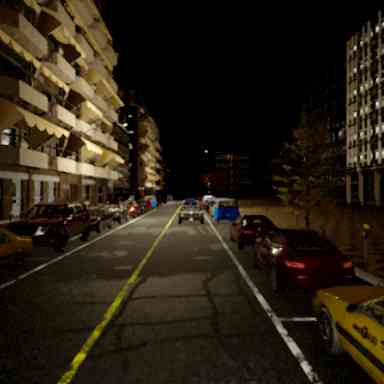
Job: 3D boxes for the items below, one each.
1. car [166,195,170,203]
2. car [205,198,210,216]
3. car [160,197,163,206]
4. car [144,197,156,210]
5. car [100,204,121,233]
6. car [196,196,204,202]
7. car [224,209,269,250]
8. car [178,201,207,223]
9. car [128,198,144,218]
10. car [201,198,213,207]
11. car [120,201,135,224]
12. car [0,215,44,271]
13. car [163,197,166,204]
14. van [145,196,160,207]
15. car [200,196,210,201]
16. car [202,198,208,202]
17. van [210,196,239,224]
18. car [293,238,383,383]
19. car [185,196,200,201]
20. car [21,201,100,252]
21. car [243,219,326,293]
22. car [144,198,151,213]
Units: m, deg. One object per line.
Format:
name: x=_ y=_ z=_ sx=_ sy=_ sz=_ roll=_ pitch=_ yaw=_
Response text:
car: x=-6.171 y=1.741 z=69.355 sx=1.947 sy=1.339 sz=4.313 roll=0 pitch=0 yaw=0
car: x=2.477 y=1.583 z=30.898 sx=1.752 sy=1.417 sz=4.829 roll=0 pitch=0 yaw=0
car: x=-6.056 y=1.708 z=52.776 sx=1.802 sy=1.307 sz=4.206 roll=0 pitch=0 yaw=0
car: x=-5.979 y=1.640 z=41.723 sx=1.887 sy=1.381 sz=4.507 roll=0 pitch=0 yaw=0
car: x=-5.825 y=1.594 z=19.618 sx=2.008 sy=1.369 sz=4.403 roll=0 pitch=0 yaw=0
car: x=2.094 y=1.765 z=85.994 sx=1.887 sy=1.381 sz=4.507 roll=-1 pitch=0 yaw=0
car: x=2.593 y=1.604 z=14.149 sx=1.802 sy=1.307 sz=4.206 roll=0 pitch=0 yaw=0
car: x=-0.073 y=1.650 z=25.710 sx=1.895 sy=1.301 sz=4.718 roll=0 pitch=0 yaw=0
car: x=-5.903 y=1.508 z=30.670 sx=1.967 sy=1.590 sz=4.097 roll=0 pitch=0 yaw=0
car: x=2.323 y=1.641 z=53.004 sx=1.752 sy=1.417 sz=4.829 roll=0 pitch=0 yaw=0
car: x=-5.863 y=1.606 z=25.145 sx=2.008 sy=1.369 sz=4.403 roll=0 pitch=0 yaw=0
car: x=-5.748 y=1.548 z=8.395 sx=1.752 sy=1.417 sz=4.829 roll=0 pitch=0 yaw=0
car: x=-6.094 y=1.724 z=58.302 sx=1.802 sy=1.307 sz=4.206 roll=0 pitch=0 yaw=0
van: x=-6.019 y=1.452 z=47.251 sx=1.690 sy=1.788 sz=3.998 roll=0 pitch=0 yaw=0
car: x=2.400 y=1.525 z=41.782 sx=1.967 sy=1.590 sz=4.097 roll=0 pitch=0 yaw=0
car: x=2.440 y=1.637 z=36.255 sx=1.947 sy=1.339 sz=4.313 roll=0 pitch=0 yaw=0
van: x=2.515 y=1.386 z=25.202 sx=1.690 sy=1.788 sz=3.998 roll=0 pitch=0 yaw=0
car: x=2.668 y=1.528 z=3.266 sx=1.752 sy=1.417 sz=4.829 roll=0 pitch=0 yaw=0
car: x=-0.210 y=1.577 z=45.872 sx=1.882 sy=1.535 sz=5.008 roll=0 pitch=0 yaw=0
car: x=-5.789 y=1.348 z=14.091 sx=2.192 sy=1.841 sz=5.009 roll=0 pitch=0 yaw=0
car: x=2.631 y=1.594 z=8.623 sx=1.802 sy=1.307 sz=4.206 roll=0 pitch=0 yaw=0
car: x=-5.940 y=1.647 z=36.197 sx=1.947 sy=1.339 sz=4.313 roll=0 pitch=0 yaw=0
